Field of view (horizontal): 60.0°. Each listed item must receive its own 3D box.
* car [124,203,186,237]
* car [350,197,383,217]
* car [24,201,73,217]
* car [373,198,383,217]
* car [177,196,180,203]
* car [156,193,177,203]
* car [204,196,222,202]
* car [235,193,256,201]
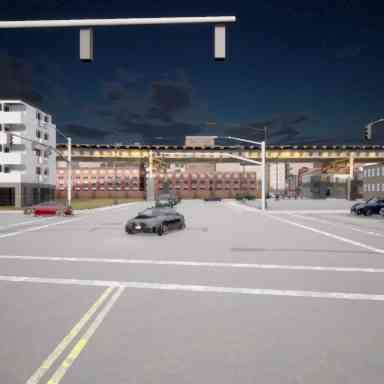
[{"bbox_3d":[-1.908,1.537,18.072,1.994,1.385,4.181,0,0,21],"label":"car"},{"bbox_3d":[16.593,1.231,29.582,4.553,1.767,2.097,-1,0,1],"label":"car"},{"bbox_3d":[-13.217,1.564,30.766,4.181,1.385,1.994,0,0,1],"label":"car"},{"bbox_3d":[17.284,1.393,26.086,4.674,1.442,1.812,-1,0,1],"label":"car"},{"bbox_3d":[-3.642,1.221,55.962,2.150,2.045,5.566,0,0,0],"label":"car"},{"bbox_3d":[-3.631,1.221,45.559,2.150,2.045,5.566,0,0,1],"label":"car"},{"bbox_3d":[5.021,1.540,77.755,2.033,1.411,5.357,0,0,39],"label":"car"},{"bbox_3d":[13.436,1.225,84.038,5.566,2.045,2.150,0,0,-24],"label":"car"}]
